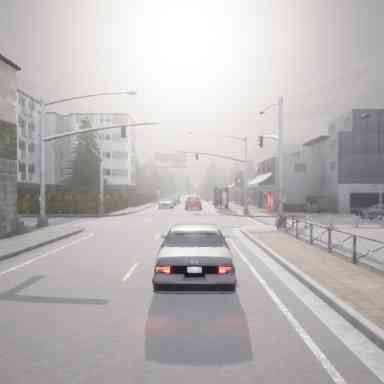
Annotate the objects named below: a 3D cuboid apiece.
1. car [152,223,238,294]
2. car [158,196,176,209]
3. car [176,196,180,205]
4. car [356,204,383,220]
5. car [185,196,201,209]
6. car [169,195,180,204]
[{"bbox_3d":[0.072,1.547,8.922,2.033,1.411,5.357,0,0,1],"label":"car"},{"bbox_3d":[-3.534,1.526,45.830,1.812,1.442,4.674,0,0,0],"label":"car"},{"bbox_3d":[-3.508,1.505,55.834,1.837,1.490,4.892,0,0,0],"label":"car"},{"bbox_3d":[16.756,1.740,29.296,4.181,1.385,1.994,0,0,0],"label":"car"},{"bbox_3d":[0.168,1.352,45.600,2.097,1.767,4.553,0,0,0],"label":"car"},{"bbox_3d":[-3.440,1.478,65.975,1.882,1.535,5.008,0,0,0],"label":"car"}]
